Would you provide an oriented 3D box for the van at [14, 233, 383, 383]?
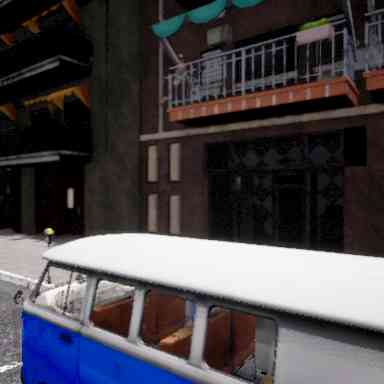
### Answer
[{"bbox_3d":[0.180,1.340,2.743,3.998,1.788,1.690,0,0,36],"label":"van"}]
